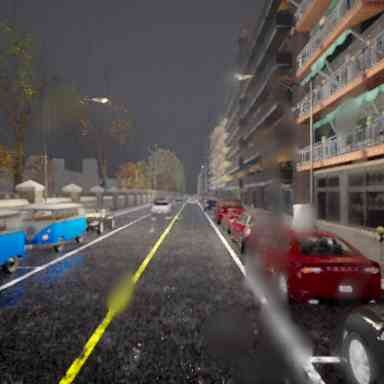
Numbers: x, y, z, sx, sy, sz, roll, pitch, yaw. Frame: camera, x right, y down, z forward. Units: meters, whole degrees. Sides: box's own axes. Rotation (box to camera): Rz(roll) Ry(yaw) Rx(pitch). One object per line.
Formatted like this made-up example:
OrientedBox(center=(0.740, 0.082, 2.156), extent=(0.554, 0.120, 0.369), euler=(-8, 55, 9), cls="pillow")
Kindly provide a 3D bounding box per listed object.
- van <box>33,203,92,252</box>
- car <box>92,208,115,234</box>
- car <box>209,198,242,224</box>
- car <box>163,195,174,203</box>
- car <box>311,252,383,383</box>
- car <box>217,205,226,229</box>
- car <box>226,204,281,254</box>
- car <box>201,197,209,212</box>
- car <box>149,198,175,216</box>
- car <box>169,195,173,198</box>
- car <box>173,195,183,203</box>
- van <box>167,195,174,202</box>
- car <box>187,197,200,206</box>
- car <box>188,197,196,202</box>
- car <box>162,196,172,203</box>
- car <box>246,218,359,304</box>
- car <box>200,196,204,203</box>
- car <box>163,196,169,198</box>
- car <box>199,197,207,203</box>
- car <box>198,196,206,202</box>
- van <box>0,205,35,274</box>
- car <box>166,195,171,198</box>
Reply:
OrientedBox(center=(-5.684, 1.381, 13.697), extent=(1.690, 1.788, 3.998), euler=(0, 0, 0), cls="van")
OrientedBox(center=(-5.683, 1.609, 19.327), extent=(2.008, 1.369, 4.403), euler=(0, 0, 0), cls="car")
OrientedBox(center=(2.700, 1.392, 24.955), extent=(2.192, 1.841, 5.009), euler=(0, 0, 0), cls="car")
OrientedBox(center=(-5.663, 1.621, 81.259), extent=(2.192, 1.841, 5.009), euler=(0, 0, 0), cls="car")
OrientedBox(center=(2.692, 1.557, 2.434), extent=(2.008, 1.369, 4.403), euler=(0, 0, 0), cls="car")
OrientedBox(center=(2.698, 1.640, 19.325), extent=(1.802, 1.307, 4.206), euler=(0, 0, 0), cls="car")
OrientedBox(center=(2.696, 1.480, 13.694), extent=(1.967, 1.590, 4.097), euler=(0, 0, 0), cls="car")
OrientedBox(center=(2.365, 1.661, 40.664), extent=(1.812, 1.442, 4.674), euler=(0, 0, 0), cls="car")
OrientedBox(center=(-3.082, 1.636, 33.929), extent=(1.812, 1.442, 4.674), euler=(0, 0, 0), cls="car")
OrientedBox(center=(-5.666, 1.793, 69.999), extent=(1.887, 1.381, 4.507), euler=(0, 0, 0), cls="car")
OrientedBox(center=(-2.975, 1.749, 75.652), extent=(1.895, 1.301, 4.718), euler=(0, 0, 0), cls="car")
OrientedBox(center=(-5.660, 1.677, 86.889), extent=(1.690, 1.788, 3.998), euler=(0, 0, 0), cls="van")
OrientedBox(center=(0.022, 1.810, 60.079), extent=(1.895, 1.301, 4.718), euler=(0, 0, 0), cls="car")
OrientedBox(center=(0.028, 1.755, 78.596), extent=(1.895, 1.301, 4.718), euler=(0, 0, 0), cls="car")
OrientedBox(center=(-5.663, 1.717, 75.627), extent=(1.967, 1.590, 4.097), euler=(0, 0, 0), cls="car")
OrientedBox(center=(2.694, 1.567, 8.064), extent=(1.887, 1.381, 4.507), euler=(0, 0, 0), cls="car")
OrientedBox(center=(2.709, 1.733, 53.106), extent=(2.008, 1.369, 4.403), euler=(0, 0, 0), cls="car")
OrientedBox(center=(-5.669, 1.770, 58.740), extent=(1.947, 1.339, 4.313), euler=(0, 0, 0), cls="car")
OrientedBox(center=(2.718, 1.888, 81.255), extent=(1.802, 1.307, 4.206), euler=(0, 0, 0), cls="car")
OrientedBox(center=(2.722, 1.805, 92.517), extent=(1.967, 1.590, 4.097), euler=(0, 0, 0), cls="car")
OrientedBox(center=(-5.686, 1.364, 8.068), extent=(1.690, 1.788, 3.998), euler=(0, 0, 0), cls="van")
OrientedBox(center=(-5.668, 1.807, 64.371), extent=(1.802, 1.307, 4.206), euler=(0, 0, 0), cls="car")
